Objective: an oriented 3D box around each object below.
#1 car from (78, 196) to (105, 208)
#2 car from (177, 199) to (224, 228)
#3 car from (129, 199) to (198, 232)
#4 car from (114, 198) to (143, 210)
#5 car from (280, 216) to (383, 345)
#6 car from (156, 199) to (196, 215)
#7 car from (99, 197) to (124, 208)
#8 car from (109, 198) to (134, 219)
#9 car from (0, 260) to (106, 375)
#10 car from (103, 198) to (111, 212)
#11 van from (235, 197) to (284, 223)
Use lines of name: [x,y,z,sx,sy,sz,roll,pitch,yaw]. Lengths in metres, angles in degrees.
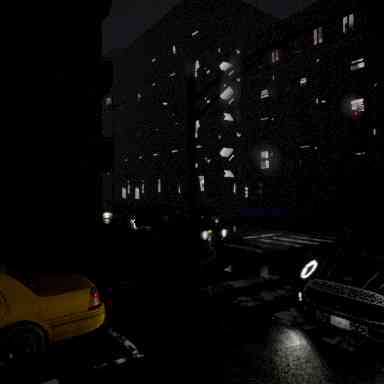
car: [-14.261,1.429,47.003,2.128,1.511,4.902,-1,0,-36]
car: [0.043,1.473,21.859,2.128,1.511,4.902,-1,0,-36]
car: [-1.826,1.441,20.026,1.967,1.590,4.097,0,0,-36]
car: [-8.298,1.463,43.271,1.887,1.381,4.507,-1,0,-36]
car: [4.030,1.354,6.246,4.553,1.767,2.097,0,0,-35]
car: [-1.761,1.450,34.235,1.752,1.417,4.829,0,0,-36]
car: [-11.616,1.463,47.858,1.887,1.381,4.507,-1,0,-36]
car: [-5.350,1.532,29.308,1.994,1.385,4.181,-1,0,-37]
car: [-3.559,1.525,4.030,4.829,1.417,1.752,0,0,-35]
car: [-11.337,1.439,37.608,1.882,1.535,5.008,-1,0,-36]
van: [4.975,1.280,24.922,1.690,1.788,3.998,0,0,-36]
